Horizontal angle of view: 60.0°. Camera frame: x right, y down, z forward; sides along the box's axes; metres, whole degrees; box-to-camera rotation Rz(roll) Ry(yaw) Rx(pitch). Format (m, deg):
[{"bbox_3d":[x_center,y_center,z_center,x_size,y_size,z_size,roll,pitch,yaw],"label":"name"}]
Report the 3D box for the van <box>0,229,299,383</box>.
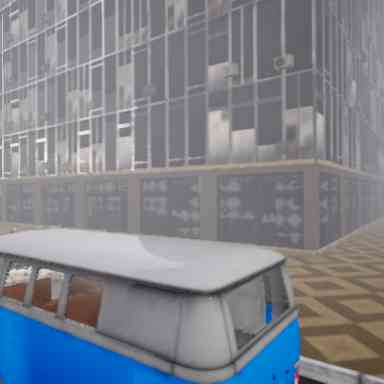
[{"bbox_3d":[-0.920,1.365,3.531,3.998,1.788,1.690,-1,0,36],"label":"van"}]
